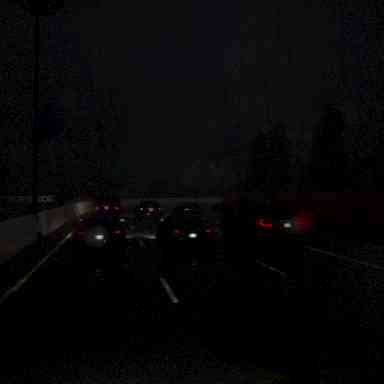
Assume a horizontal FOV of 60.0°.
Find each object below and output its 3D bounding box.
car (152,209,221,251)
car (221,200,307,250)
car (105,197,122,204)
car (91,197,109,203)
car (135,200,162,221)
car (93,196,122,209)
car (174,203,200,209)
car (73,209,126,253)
[{"bbox_3d":[-0.419,1.670,14.878,1.994,1.385,4.181,1,0,-13],"label":"car"},{"bbox_3d":[3.053,1.371,15.413,2.150,2.045,5.566,1,0,-13],"label":"car"},{"bbox_3d":[-17.545,1.847,74.808,1.812,1.442,4.674,1,0,13],"label":"car"},{"bbox_3d":[-20.895,1.808,75.831,1.812,1.442,4.674,1,0,13],"label":"car"},{"bbox_3d":[-3.840,1.517,29.246,2.097,1.767,4.553,1,-1,-13],"label":"car"},{"bbox_3d":[-7.232,1.333,28.368,2.150,2.045,5.566,1,0,-13],"label":"car"},{"bbox_3d":[-0.481,1.711,30.265,2.128,1.511,4.902,1,0,-13],"label":"car"},{"bbox_3d":[-3.823,1.619,14.066,1.994,1.385,4.181,1,0,-13],"label":"car"}]
